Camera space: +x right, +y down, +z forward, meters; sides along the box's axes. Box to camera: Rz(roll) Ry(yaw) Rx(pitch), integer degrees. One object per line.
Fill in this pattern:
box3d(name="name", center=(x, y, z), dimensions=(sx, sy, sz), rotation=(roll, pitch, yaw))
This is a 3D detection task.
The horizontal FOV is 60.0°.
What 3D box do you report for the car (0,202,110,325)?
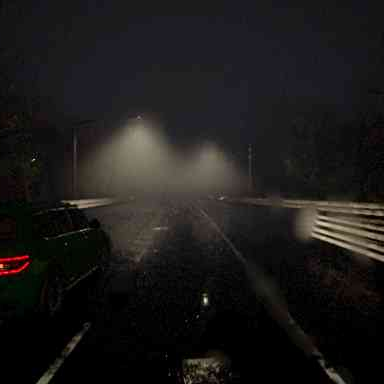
box3d(name="car", center=(-3.434, 1.228, 7.283), dimensions=(2.150, 2.045, 5.566), rotation=(0, 0, 0))
